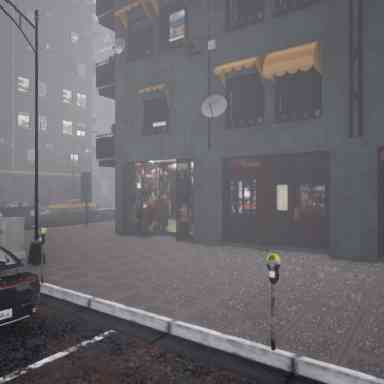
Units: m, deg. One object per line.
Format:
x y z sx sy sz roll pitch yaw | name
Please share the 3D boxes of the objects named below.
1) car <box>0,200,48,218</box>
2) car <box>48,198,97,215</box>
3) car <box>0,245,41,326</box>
-14.103 1.350 26.086 2.008 1.369 4.403 1 1 35 | car
-11.019 1.250 30.514 1.752 1.417 4.829 1 1 35 | car
-4.519 1.552 6.086 4.403 1.369 2.008 0 0 35 | car
